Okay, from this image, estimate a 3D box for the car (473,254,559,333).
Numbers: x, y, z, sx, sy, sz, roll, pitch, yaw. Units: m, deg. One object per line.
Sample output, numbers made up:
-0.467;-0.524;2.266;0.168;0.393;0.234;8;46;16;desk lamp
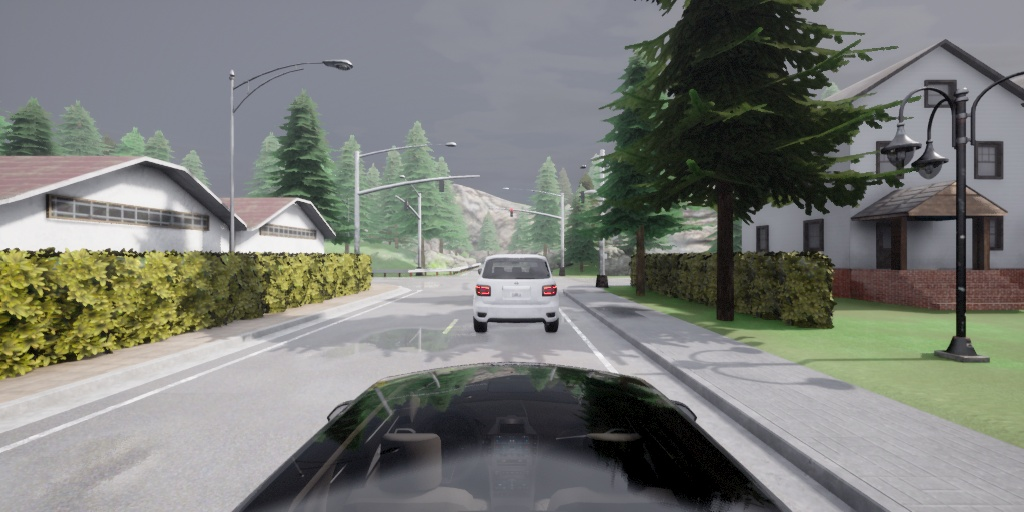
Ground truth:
0.106;0.971;10.912;2.150;2.045;5.566;0;0;0;car
